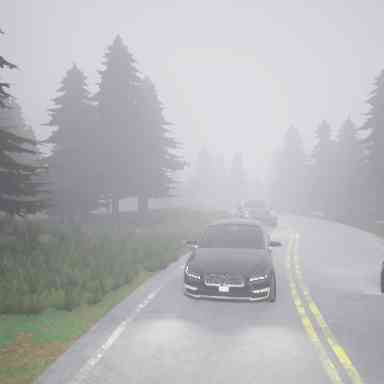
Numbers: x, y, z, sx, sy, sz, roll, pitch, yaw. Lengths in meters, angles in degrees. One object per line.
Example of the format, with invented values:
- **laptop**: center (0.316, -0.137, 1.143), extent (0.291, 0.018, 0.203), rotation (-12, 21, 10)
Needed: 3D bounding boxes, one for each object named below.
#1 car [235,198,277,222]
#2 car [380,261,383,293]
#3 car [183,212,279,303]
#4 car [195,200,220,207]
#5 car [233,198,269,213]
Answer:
- **car**: center (4.059, 1.278, 21.437), extent (2.097, 1.767, 4.553), rotation (-1, 0, 2)
- **car**: center (4.499, 1.311, 4.648), extent (2.097, 1.767, 4.553), rotation (-1, 0, 8)
- **car**: center (1.102, 1.501, 8.422), extent (1.837, 1.490, 4.892), rotation (-1, 0, 13)
- **car**: center (1.975, 1.826, 44.868), extent (1.812, 1.442, 4.674), rotation (3, -5, -35)
- **car**: center (6.247, 1.432, 35.738), extent (1.837, 1.490, 4.892), rotation (2, -1, -15)
